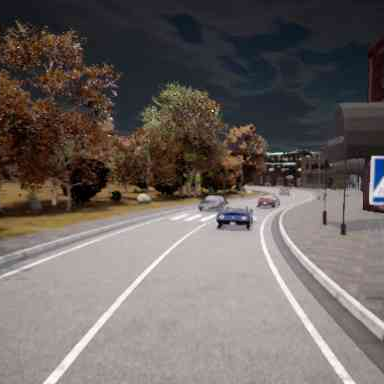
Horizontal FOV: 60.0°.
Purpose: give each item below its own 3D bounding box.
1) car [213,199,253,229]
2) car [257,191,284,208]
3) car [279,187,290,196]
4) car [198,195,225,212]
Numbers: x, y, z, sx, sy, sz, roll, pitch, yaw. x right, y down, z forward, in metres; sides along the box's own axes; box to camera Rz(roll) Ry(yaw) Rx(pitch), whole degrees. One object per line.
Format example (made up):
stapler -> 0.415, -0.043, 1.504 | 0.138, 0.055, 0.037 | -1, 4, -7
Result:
car -> 2.730, 1.391, 20.274 | 1.895, 1.301, 4.718 | 1, 1, 13
car -> 8.640, 0.979, 37.234 | 1.812, 1.442, 4.674 | 2, 2, 24
car -> 19.022, -0.193, 68.275 | 2.097, 1.767, 4.553 | 2, 3, 18
car -> 2.044, 1.033, 30.800 | 1.812, 1.442, 4.674 | 2, 2, 20
